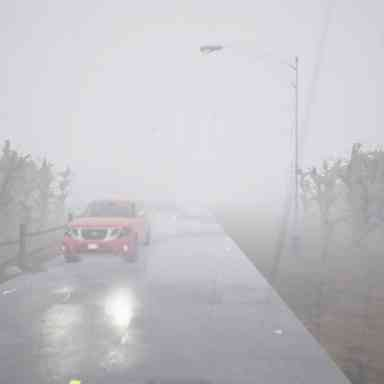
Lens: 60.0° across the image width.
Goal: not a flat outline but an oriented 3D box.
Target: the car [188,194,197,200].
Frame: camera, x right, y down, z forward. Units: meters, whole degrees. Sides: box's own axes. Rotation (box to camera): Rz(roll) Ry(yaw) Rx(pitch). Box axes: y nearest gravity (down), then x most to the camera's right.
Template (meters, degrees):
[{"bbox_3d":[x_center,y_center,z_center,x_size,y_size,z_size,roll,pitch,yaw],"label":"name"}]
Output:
[{"bbox_3d":[0.150,1.286,80.052,1.994,1.385,4.181,0,0,0],"label":"car"}]

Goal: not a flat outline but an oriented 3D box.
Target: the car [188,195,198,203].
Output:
[{"bbox_3d":[0.130,1.474,69.684,2.128,1.511,4.902,0,0,0],"label":"car"}]

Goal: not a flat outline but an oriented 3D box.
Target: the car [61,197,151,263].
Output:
[{"bbox_3d":[-2.823,1.220,12.275,2.150,2.045,5.566,0,0,0],"label":"car"}]

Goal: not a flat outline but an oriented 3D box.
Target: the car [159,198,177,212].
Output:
[{"bbox_3d":[-2.691,1.467,38.076,1.882,1.535,5.008,0,0,0],"label":"car"}]
